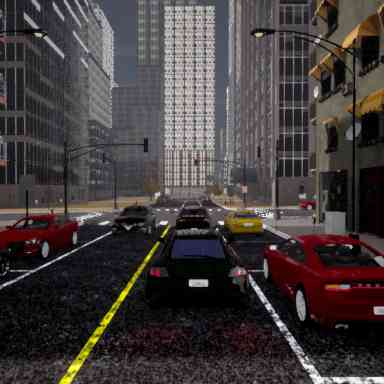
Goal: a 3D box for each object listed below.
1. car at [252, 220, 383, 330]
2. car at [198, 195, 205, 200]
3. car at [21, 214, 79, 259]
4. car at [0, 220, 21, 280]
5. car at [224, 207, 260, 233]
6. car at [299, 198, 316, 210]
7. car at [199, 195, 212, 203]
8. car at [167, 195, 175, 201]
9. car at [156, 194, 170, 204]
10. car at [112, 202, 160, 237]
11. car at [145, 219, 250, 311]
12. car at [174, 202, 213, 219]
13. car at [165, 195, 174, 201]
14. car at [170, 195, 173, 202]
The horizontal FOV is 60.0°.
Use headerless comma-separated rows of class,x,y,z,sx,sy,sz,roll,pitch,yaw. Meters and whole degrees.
car,2.686,1.544,6.940,1.887,1.381,4.507,-1,0,0
car,2.738,1.581,94.870,1.802,1.307,4.206,-1,0,0
car,-5.692,1.543,12.482,1.887,1.381,4.507,-1,0,0
car,-5.696,1.439,6.958,1.967,1.590,4.097,-1,0,0
car,2.692,1.523,18.156,1.752,1.417,4.829,-1,0,0
car,14.273,1.255,37.104,4.507,1.381,1.887,-1,1,0
car,2.716,1.437,61.513,1.967,1.590,4.097,-1,0,0
car,-5.646,1.543,89.316,1.887,1.381,4.507,-1,0,0
car,-5.662,1.541,61.519,1.887,1.381,4.507,-1,0,0
car,-3.004,1.505,18.189,1.837,1.490,4.892,0,-1,0
car,0.107,1.563,7.823,1.994,1.385,4.181,0,0,0
car,0.087,1.502,17.807,1.837,1.490,4.892,0,0,-1
car,-5.650,1.523,83.587,1.752,1.417,4.829,-1,0,0
car,-5.661,1.312,67.079,2.192,1.841,5.009,-1,0,0
